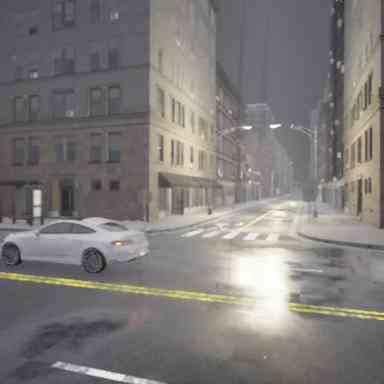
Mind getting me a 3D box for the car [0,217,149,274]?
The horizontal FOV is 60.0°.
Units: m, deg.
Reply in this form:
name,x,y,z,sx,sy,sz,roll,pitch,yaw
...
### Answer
name,x,y,z,sx,sy,sz,roll,pitch,yaw
car,-3.590,1.489,10.171,4.674,1.442,1.812,0,0,19
